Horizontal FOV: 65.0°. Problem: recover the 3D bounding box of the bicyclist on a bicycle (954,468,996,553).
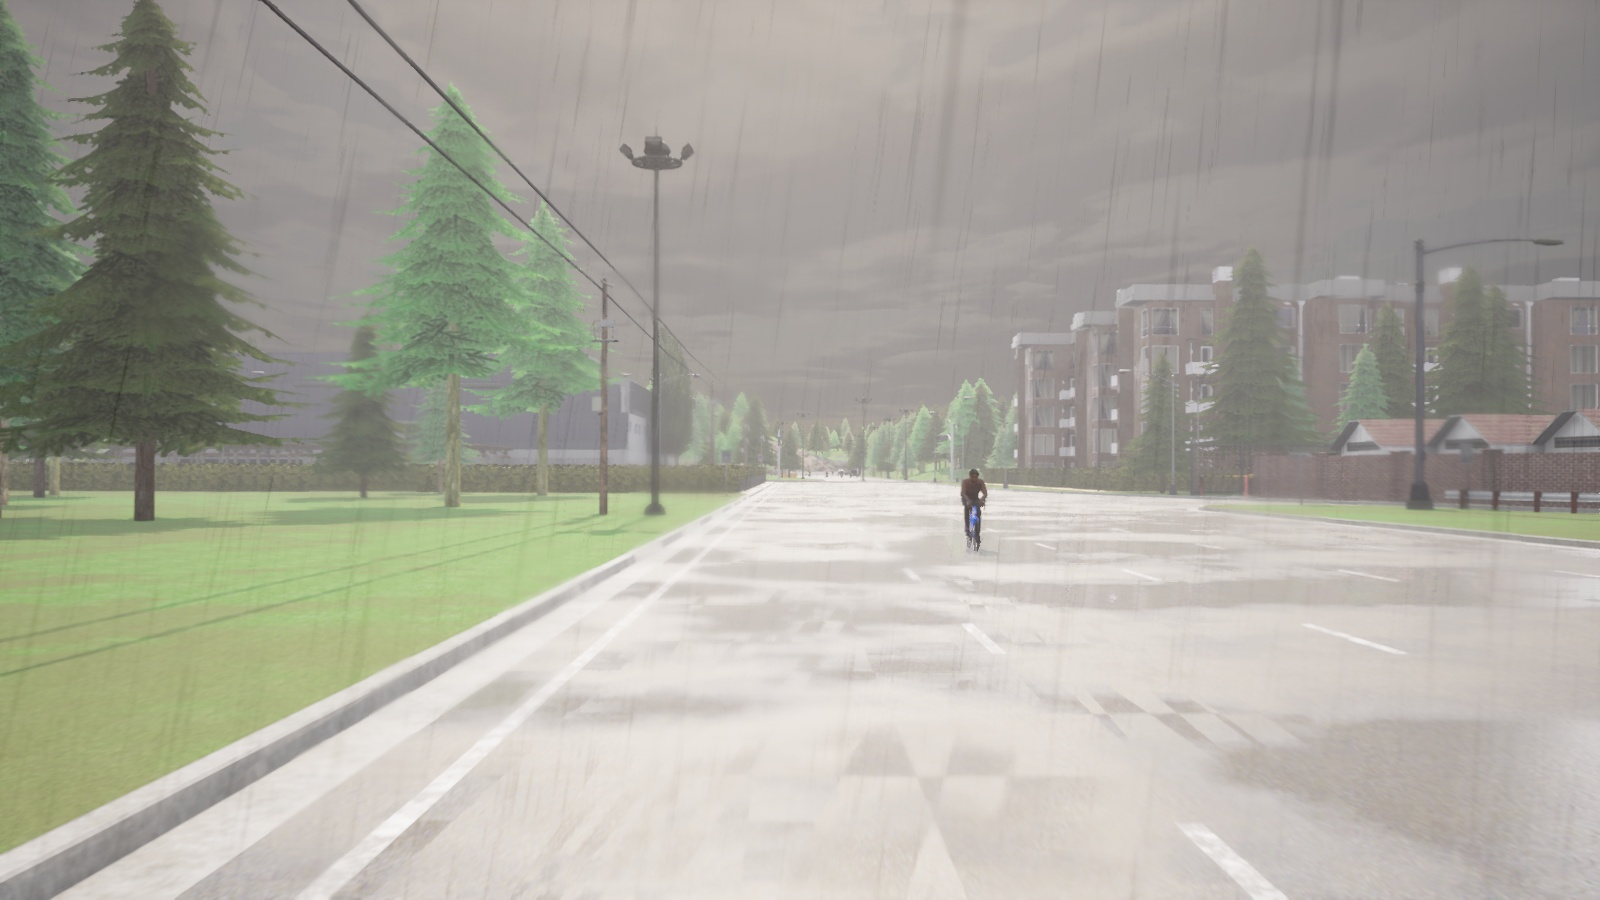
[{"bbox_3d":[3.440,1.169,24.834,0.582,1.620,1.656,0,0,0],"label":"bicyclist on a bicycle"}]
